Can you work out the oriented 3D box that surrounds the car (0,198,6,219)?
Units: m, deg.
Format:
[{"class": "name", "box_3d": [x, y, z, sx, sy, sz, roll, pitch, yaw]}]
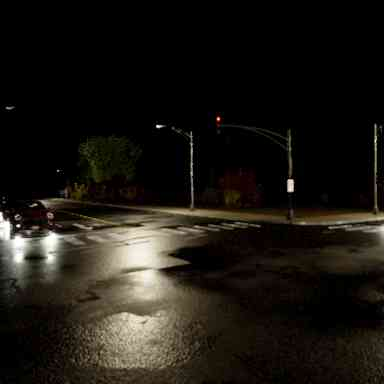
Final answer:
[{"class": "car", "box_3d": [-14.763, 1.482, 27.875, 1.812, 1.442, 4.674, -1, 1, -33]}]

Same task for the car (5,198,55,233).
[{"class": "car", "box_3d": [-9.523, 1.319, 19.620, 2.097, 1.767, 4.553, -1, 1, -32]}]

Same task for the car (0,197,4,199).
[{"class": "car", "box_3d": [-20.376, 1.435, 36.681, 2.128, 1.511, 4.902, -1, 1, -32]}]

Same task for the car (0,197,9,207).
[{"class": "car", "box_3d": [-28.766, 1.510, 49.986, 1.994, 1.385, 4.181, -1, 1, -33]}]
